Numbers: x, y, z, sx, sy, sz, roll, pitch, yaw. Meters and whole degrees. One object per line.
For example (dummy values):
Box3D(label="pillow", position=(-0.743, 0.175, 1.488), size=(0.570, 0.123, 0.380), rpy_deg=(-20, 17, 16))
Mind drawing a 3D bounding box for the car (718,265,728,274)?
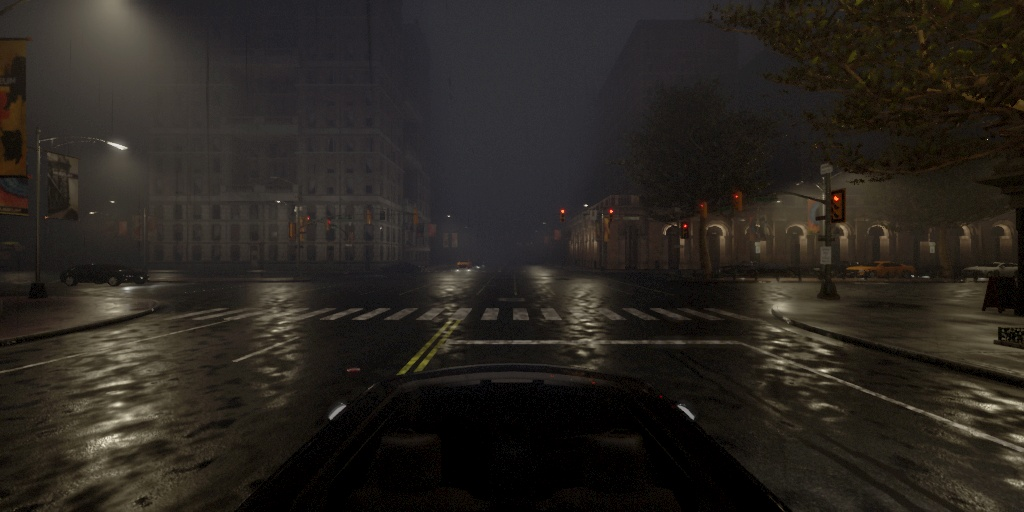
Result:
Box3D(label="car", position=(23.289, 1.241, 35.911), size=(4.902, 1.511, 2.128), rpy_deg=(0, 0, 0))

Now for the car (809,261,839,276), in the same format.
Box3D(label="car", position=(32.886, 1.241, 35.872), size=(4.902, 1.511, 2.128), rpy_deg=(0, 0, 0))

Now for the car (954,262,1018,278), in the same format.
Box3D(label="car", position=(43.572, 1.276, 32.312), size=(4.674, 1.442, 1.812), rpy_deg=(0, 0, 1))

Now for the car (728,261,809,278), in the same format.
Box3D(label="car", position=(23.088, 1.297, 32.412), size=(5.357, 1.411, 2.033), rpy_deg=(0, 0, 0))

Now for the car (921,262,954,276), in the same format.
Box3D(label="car", position=(42.935, 1.314, 35.816), size=(4.181, 1.385, 1.994), rpy_deg=(0, 0, 0))

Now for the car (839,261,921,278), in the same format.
Box3D(label="car", position=(33.105, 1.228, 32.368), size=(5.008, 1.535, 1.882), rpy_deg=(0, 0, 0))

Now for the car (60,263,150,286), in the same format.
Box3D(label="car", position=(-27.647, 1.255, 24.430), size=(4.892, 1.490, 1.837), rpy_deg=(0, 0, 0))

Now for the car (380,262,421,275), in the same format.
Box3D(label="car", position=(-11.988, 1.314, 38.551), size=(4.181, 1.385, 1.994), rpy_deg=(0, 0, -41))

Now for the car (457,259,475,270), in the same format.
Box3D(label="car", position=(-7.173, 1.228, 54.240), size=(1.882, 1.535, 5.008), rpy_deg=(0, 0, 0))
